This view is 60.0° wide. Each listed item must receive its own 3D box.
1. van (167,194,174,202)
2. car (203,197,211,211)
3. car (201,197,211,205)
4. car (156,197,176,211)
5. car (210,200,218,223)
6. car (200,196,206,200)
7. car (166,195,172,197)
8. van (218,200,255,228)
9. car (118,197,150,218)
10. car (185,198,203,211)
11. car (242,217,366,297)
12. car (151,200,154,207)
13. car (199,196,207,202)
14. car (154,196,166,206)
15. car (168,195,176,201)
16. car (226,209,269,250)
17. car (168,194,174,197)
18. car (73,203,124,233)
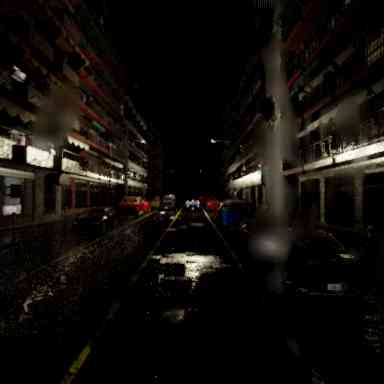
[{"bbox_3d":[-5.624,1.580,88.172,1.690,1.788,3.998,1,0,0],"label":"van"},{"bbox_3d":[2.711,1.696,42.660,1.802,1.307,4.206,1,0,0],"label":"car"},{"bbox_3d":[2.715,1.721,65.446,1.887,1.381,4.507,1,0,0],"label":"car"},{"bbox_3d":[-3.079,1.677,42.138,1.994,1.385,4.181,0,0,0],"label":"car"},{"bbox_3d":[2.710,1.509,25.572,1.967,1.590,4.097,1,0,0],"label":"car"},{"bbox_3d":[2.714,1.706,59.750,1.887,1.381,4.507,1,0,0],"label":"car"},{"bbox_3d":[-5.632,1.721,65.386,1.887,1.381,4.507,1,0,0],"label":"car"},{"bbox_3d":[2.711,1.394,19.876,1.690,1.788,3.998,1,0,0],"label":"van"},{"bbox_3d":[-5.667,1.399,31.209,2.192,1.841,5.009,1,0,0],"label":"car"},{"bbox_3d":[0.108,1.712,41.590,1.895,1.301,4.718,0,0,0],"label":"car"},{"bbox_3d":[2.705,1.574,8.483,2.008,1.369,4.403,1,0,0],"label":"car"},{"bbox_3d":[-5.671,1.644,36.905,1.887,1.381,4.507,1,0,0],"label":"car"},{"bbox_3d":[2.719,1.768,82.535,1.887,1.381,4.507,1,0,0],"label":"car"},{"bbox_3d":[-5.640,1.670,53.823,1.752,1.417,4.829,1,0,0],"label":"car"},{"bbox_3d":[-5.624,1.695,93.868,1.967,1.590,4.097,1,0,0],"label":"car"},{"bbox_3d":[2.706,1.620,14.179,1.802,1.307,4.206,1,0,0],"label":"car"},{"bbox_3d":[-5.631,1.743,71.082,2.008,1.369,4.403,1,0,0],"label":"car"},{"bbox_3d":[-5.674,1.604,19.815,2.008,1.369,4.403,1,0,0],"label":"car"}]
